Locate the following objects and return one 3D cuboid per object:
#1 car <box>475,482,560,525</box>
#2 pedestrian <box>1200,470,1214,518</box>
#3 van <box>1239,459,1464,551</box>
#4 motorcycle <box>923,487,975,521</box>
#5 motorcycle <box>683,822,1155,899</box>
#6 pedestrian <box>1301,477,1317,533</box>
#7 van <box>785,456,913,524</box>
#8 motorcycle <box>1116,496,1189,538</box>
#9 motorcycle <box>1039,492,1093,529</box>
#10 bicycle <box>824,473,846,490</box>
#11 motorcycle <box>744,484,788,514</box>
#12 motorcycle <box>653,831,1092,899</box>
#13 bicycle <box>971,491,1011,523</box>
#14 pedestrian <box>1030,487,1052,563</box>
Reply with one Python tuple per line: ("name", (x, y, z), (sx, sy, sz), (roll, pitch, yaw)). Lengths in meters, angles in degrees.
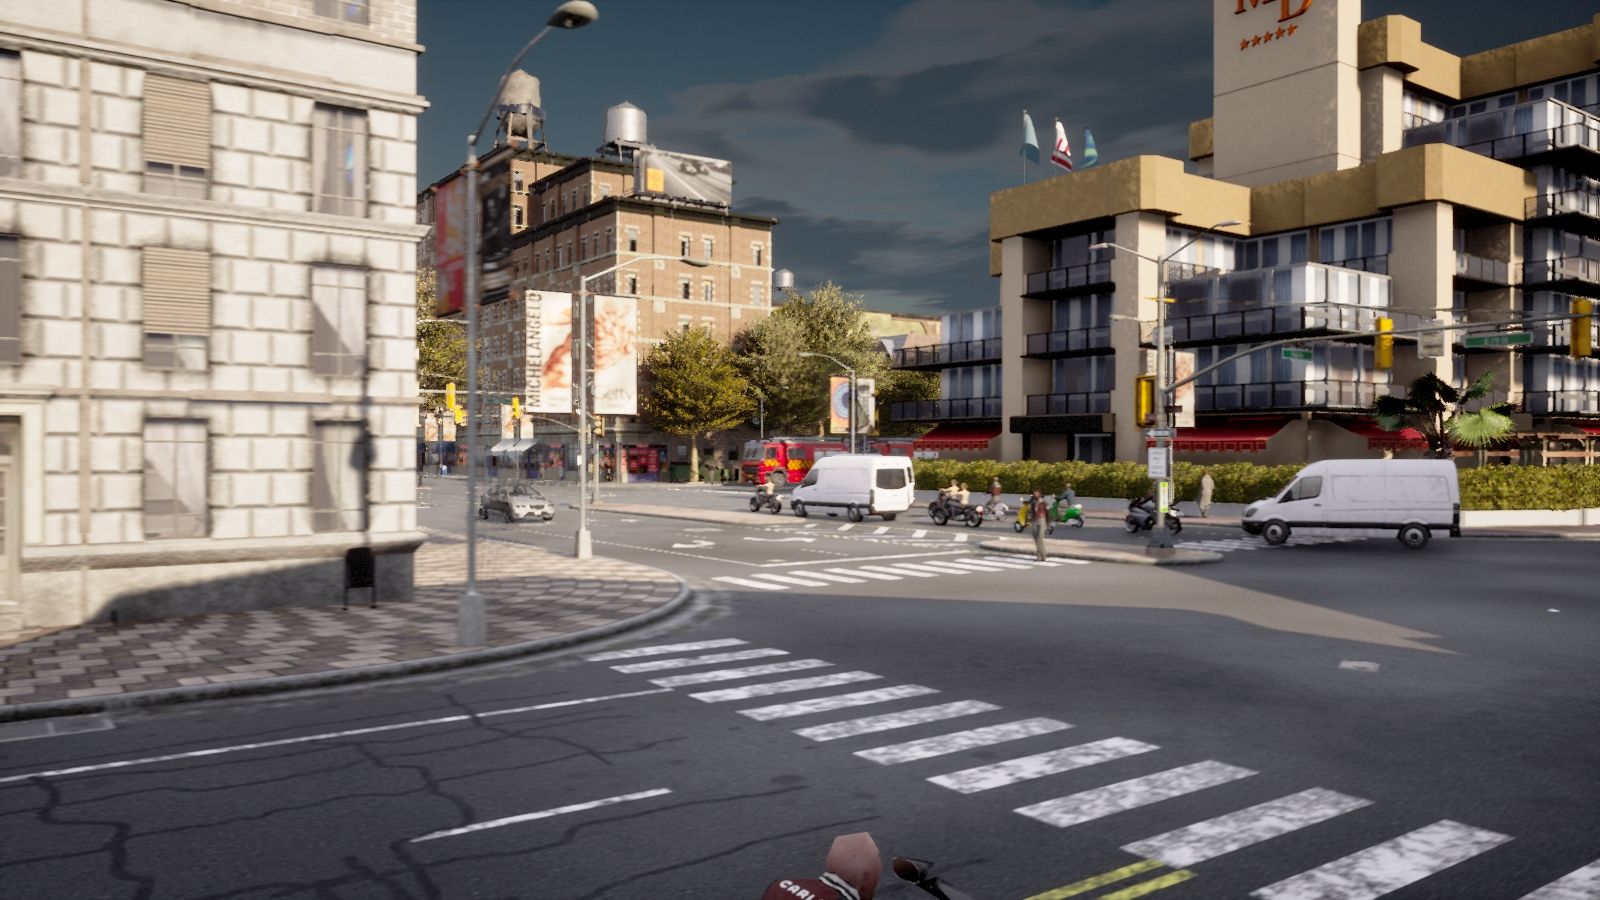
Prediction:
("car", (-11.169, 2.078, 44.997), (1.816, 1.474, 4.193), (0, 0, -36))
("pedestrian", (15.888, 1.724, 44.577), (0.375, 1.860, 0.375), (0, 0, -20))
("van", (16.416, 1.558, 34.276), (5.915, 2.561, 1.988), (0, 0, 25))
("motorcycle", (6.043, 2.193, 46.481), (0.764, 1.277, 2.356), (0, 0, -34))
("motorcycle", (0.139, 2.207, 3.872), (2.209, 1.251, 0.867), (0, 0, -35))
("pedestrian", (17.333, 1.870, 38.923), (0.375, 1.860, 0.375), (0, 0, -39))
("van", (1.884, 1.555, 46.564), (1.988, 2.561, 5.915), (0, 0, -35))
("motorcycle", (11.806, 2.228, 38.332), (0.867, 1.251, 2.209), (0, 0, -38))
("motorcycle", (9.702, 2.205, 41.748), (0.856, 1.236, 1.805), (0, 0, -36))
("bicycle", (2.520, 2.246, 82.266), (1.835, 1.171, 0.329), (0, 0, -44))
("motorcycle", (-1.551, 2.190, 51.314), (0.764, 1.277, 2.356), (0, 0, -36))
("motorcycle", (0.028, 2.214, 4.054), (2.033, 1.145, 0.803), (1, 0, -34))
("bicycle", (7.484, 2.233, 44.868), (0.329, 1.171, 1.835), (0, 0, -36))
("pedestrian", (6.014, 1.864, 28.484), (0.375, 1.860, 0.375), (0, 0, -42))
